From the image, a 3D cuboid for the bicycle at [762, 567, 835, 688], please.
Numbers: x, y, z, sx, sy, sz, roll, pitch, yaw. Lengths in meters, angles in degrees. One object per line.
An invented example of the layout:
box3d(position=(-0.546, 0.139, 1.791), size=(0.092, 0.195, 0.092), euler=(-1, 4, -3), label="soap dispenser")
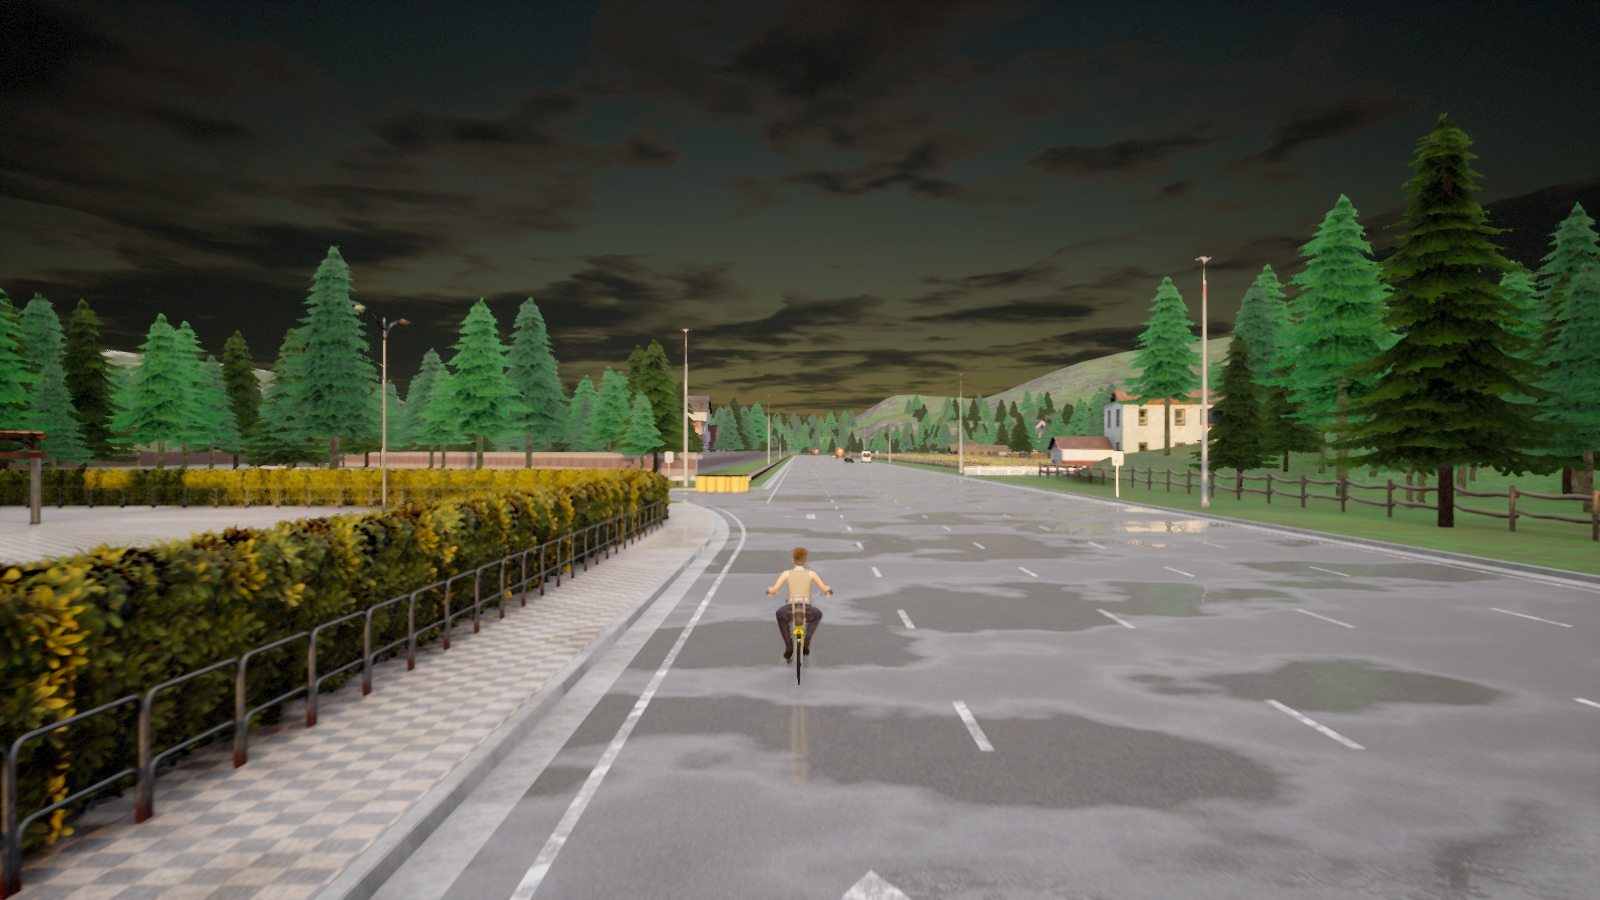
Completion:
box3d(position=(-0.009, 2.161, 14.164), size=(0.859, 1.276, 1.487), euler=(0, 0, 0), label="bicycle")
